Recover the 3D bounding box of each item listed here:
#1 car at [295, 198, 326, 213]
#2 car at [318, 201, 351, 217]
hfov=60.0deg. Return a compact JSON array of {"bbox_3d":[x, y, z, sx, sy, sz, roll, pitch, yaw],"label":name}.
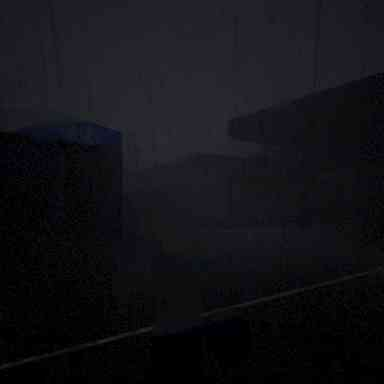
[{"bbox_3d":[15.349,1.677,42.987,3.866,1.878,1.905,1,0,-36],"label":"car"},{"bbox_3d":[15.150,1.802,35.857,4.611,1.667,2.242,1,0,-36],"label":"car"}]
